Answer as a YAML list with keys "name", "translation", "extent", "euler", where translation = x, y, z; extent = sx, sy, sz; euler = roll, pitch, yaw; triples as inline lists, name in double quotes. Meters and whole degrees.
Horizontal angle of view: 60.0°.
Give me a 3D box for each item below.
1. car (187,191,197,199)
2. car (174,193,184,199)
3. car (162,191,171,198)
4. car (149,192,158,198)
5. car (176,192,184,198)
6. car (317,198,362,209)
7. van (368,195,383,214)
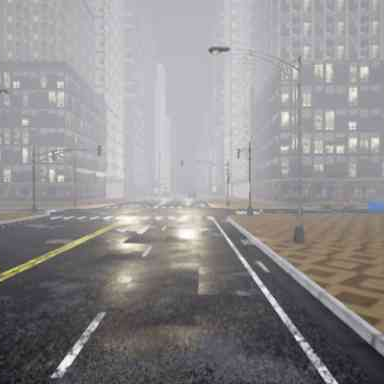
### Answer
- name: "car"
  translation: [-0.008, 0.773, 81.324]
  extent: [2.150, 2.045, 5.566]
  euler: [0, 0, 0]
- name: "car"
  translation: [-3.258, 1.143, 81.325]
  extent: [1.895, 1.301, 4.718]
  euler: [0, 0, 0]
- name: "car"
  translation: [-6.509, 0.512, 85.489]
  extent: [2.097, 1.767, 4.553]
  euler: [0, 0, 0]
- name: "car"
  translation: [-9.759, 0.697, 85.459]
  extent: [2.033, 1.411, 5.357]
  euler: [0, 0, 0]
- name: "car"
  translation: [-3.259, 0.884, 91.295]
  extent: [2.128, 1.511, 4.902]
  euler: [0, 0, 0]
- name: "car"
  translation: [17.084, 1.272, 38.712]
  extent: [4.829, 1.417, 1.752]
  euler: [0, 0, 2]
- name: "van"
  translation: [18.355, 1.153, 30.539]
  extent: [3.998, 1.788, 1.690]
  euler: [0, 0, 2]
